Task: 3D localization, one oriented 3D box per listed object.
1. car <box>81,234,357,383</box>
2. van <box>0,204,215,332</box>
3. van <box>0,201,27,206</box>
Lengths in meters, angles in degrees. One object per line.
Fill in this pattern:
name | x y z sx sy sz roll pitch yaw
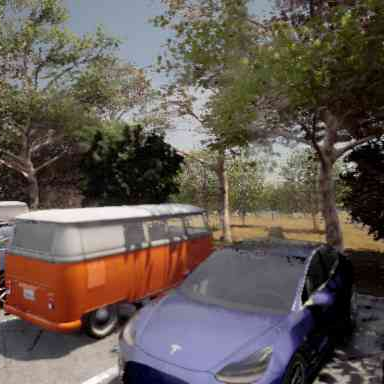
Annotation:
car | 1.095 1.514 4.944 2.163 1.488 4.792 0 0 35
van | -1.179 1.268 6.743 1.878 1.987 4.442 0 0 35
van | -7.956 1.324 11.298 1.878 1.987 4.442 -1 0 35
